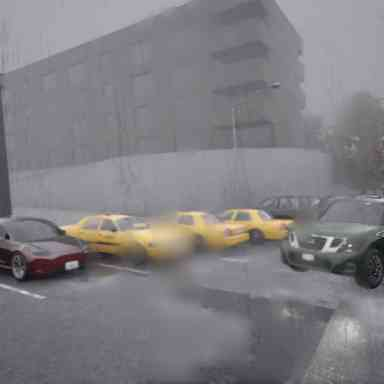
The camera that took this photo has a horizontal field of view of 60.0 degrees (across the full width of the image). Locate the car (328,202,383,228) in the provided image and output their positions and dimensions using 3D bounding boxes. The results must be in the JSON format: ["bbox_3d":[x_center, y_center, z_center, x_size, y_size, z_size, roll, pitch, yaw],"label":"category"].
[{"bbox_3d":[12.068,1.466,22.080,5.366,1.575,1.946,-1,-1,34],"label":"car"}]

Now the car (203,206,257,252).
[{"bbox_3d":[-0.379,1.452,13.531,5.366,1.575,1.946,-1,0,34],"label":"car"}]

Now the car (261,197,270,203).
[{"bbox_3d":[4.605,1.191,16.937,5.566,2.045,2.435,-1,-1,34],"label":"car"}]

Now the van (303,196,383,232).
[{"bbox_3d":[9.387,1.233,20.493,4.442,1.987,1.878,-1,-1,34],"label":"van"}]

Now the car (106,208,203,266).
[{"bbox_3d":[-2.505,1.459,11.579,5.366,1.575,1.946,-1,-1,34],"label":"car"}]

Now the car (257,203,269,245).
[{"bbox_3d":[2.049,1.443,15.279,5.366,1.575,1.946,-1,-1,34],"label":"car"}]

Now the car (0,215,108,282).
[{"bbox_3d":[-5.062,1.516,9.926,4.792,1.488,2.163,-1,-1,35],"label":"car"}]

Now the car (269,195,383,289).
[{"bbox_3d":[4.958,1.167,9.402,5.566,2.045,2.150,0,0,-36],"label":"car"}]

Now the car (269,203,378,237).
[{"bbox_3d":[7.213,1.442,18.568,5.366,1.575,1.946,-1,-1,34],"label":"car"}]

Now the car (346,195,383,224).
[{"bbox_3d":[14.316,1.236,23.955,5.566,2.045,2.435,-1,-1,34],"label":"car"}]
